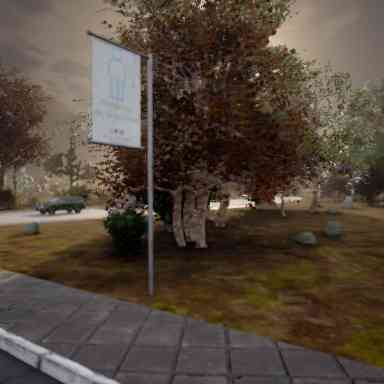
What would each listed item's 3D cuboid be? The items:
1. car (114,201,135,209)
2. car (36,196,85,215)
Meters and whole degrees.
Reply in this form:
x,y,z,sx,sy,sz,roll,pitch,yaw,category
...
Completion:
x,y,z,sx,sy,sz,roll,pitch,yaw,category
-8.909,1.756,47.335,1.837,1.490,4.892,-1,0,37,car
-15.309,1.509,39.114,2.150,2.045,5.566,-1,0,38,car
